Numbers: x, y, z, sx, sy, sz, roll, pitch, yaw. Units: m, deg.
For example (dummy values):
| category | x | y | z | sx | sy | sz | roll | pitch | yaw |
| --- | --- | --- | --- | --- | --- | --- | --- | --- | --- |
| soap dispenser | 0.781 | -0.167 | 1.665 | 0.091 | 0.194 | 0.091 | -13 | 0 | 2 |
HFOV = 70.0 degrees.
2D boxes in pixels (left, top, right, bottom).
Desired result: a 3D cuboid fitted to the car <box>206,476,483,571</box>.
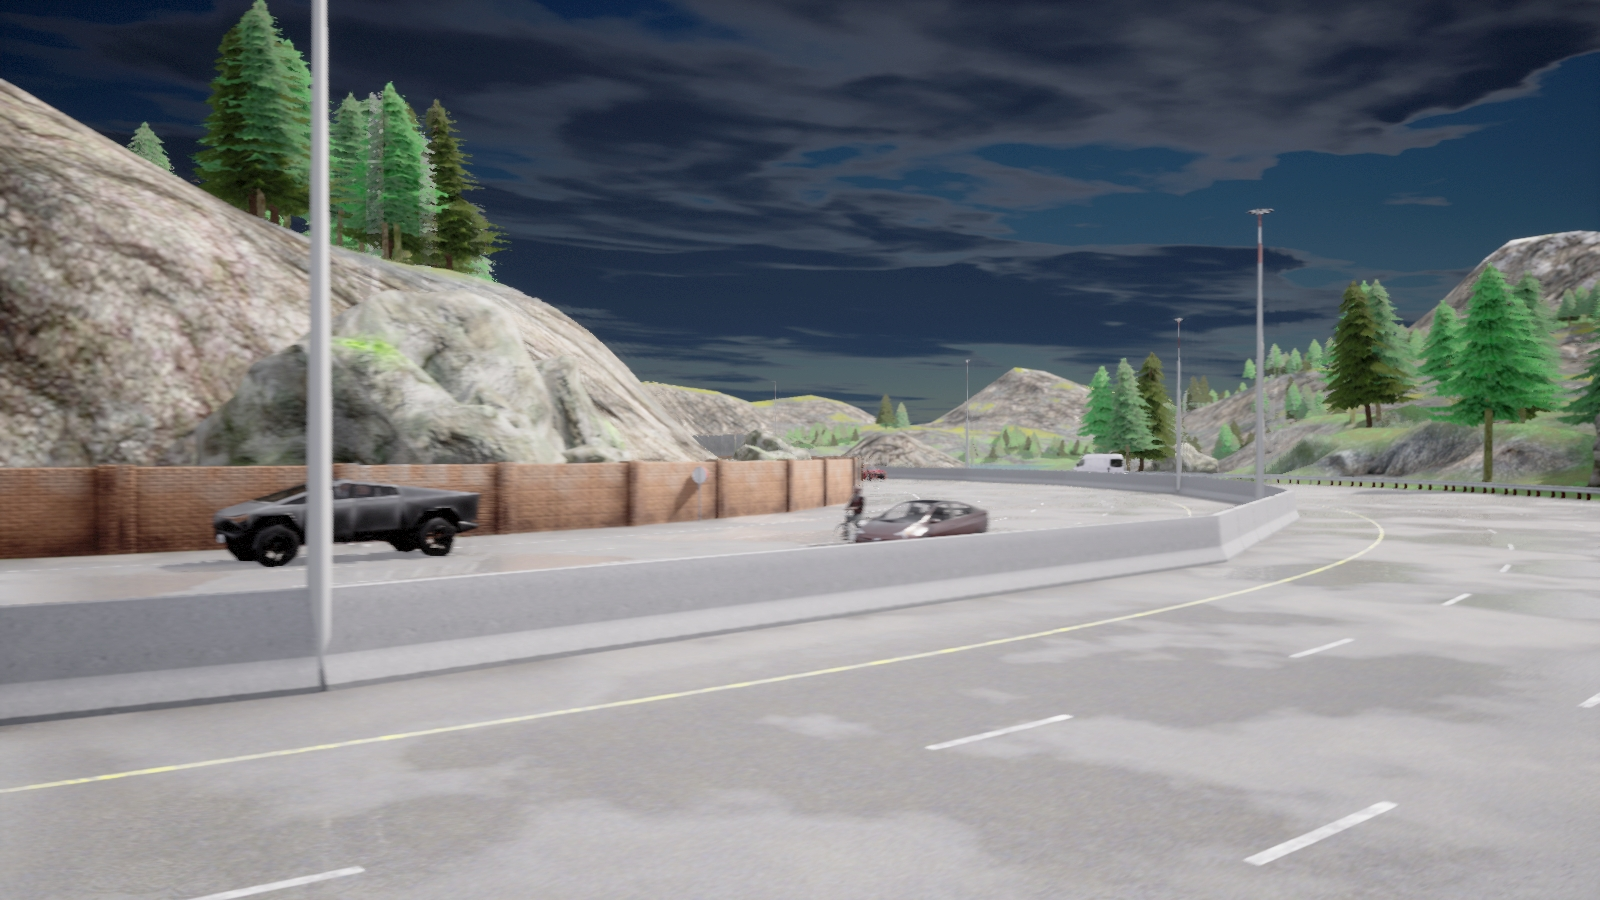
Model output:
| category | x | y | z | sx | sy | sz | roll | pitch | yaw |
| --- | --- | --- | --- | --- | --- | --- | --- | --- | --- |
| car | -11.733 | 1.798 | 29.793 | 6.274 | 2.098 | 2.390 | 0 | 0 | -42 |

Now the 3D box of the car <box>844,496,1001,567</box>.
| category | x | y | z | sx | sy | sz | roll | pitch | yaw |
| --- | --- | --- | --- | --- | --- | --- | --- | --- | --- |
| car | 3.303 | 2.080 | 30.111 | 2.007 | 1.525 | 4.514 | 0 | 0 | 39 |
